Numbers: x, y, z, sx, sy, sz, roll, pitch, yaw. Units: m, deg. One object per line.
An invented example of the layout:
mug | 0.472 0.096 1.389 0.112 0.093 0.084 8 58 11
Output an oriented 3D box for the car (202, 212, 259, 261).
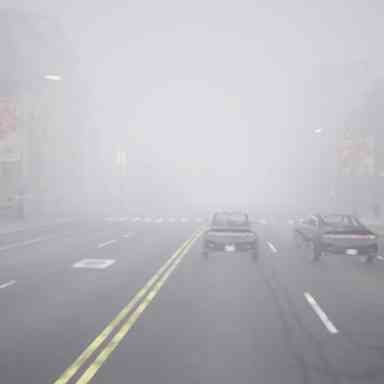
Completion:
car | 1.447 1.497 12.435 2.128 1.511 4.902 0 0 7

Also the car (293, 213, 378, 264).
car | 4.921 1.517 12.010 2.128 1.511 4.902 0 0 7
